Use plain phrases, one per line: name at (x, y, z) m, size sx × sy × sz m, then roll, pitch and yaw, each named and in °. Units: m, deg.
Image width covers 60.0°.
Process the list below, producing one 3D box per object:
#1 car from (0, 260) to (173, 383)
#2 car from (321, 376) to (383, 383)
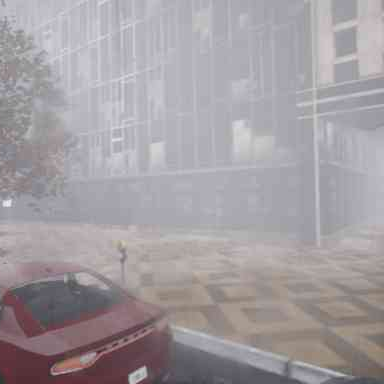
car at (-2.317, 1.591, 4.386) m, size 4.507 × 1.381 × 1.887 m, roll -1°, pitch -1°, yaw 36°
car at (2.284, 1.552, 1.103) m, size 4.313 × 1.339 × 1.947 m, roll -1°, pitch -1°, yaw 36°
